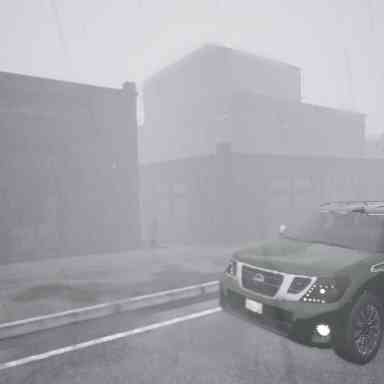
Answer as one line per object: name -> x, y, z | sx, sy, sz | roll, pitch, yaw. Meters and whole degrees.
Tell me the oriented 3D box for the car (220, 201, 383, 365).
car -> 3.107, 1.219, 6.184 | 5.566, 2.045, 2.150 | 0, 0, -35
